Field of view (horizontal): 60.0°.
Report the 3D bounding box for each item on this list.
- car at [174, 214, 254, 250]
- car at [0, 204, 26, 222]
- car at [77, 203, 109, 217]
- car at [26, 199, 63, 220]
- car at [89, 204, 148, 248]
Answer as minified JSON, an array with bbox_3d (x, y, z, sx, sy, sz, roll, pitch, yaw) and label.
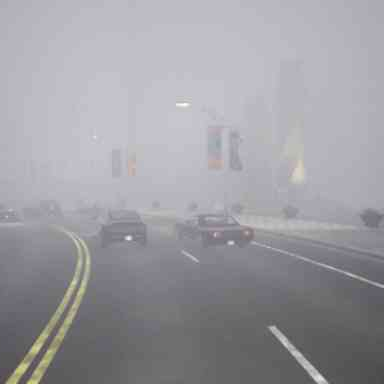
[{"bbox_3d":[0.691,1.577,14.337,1.895,1.301,4.718,0,0,-19],"label":"car"},{"bbox_3d":[-14.738,1.598,25.448,4.181,1.385,1.994,0,0,44],"label":"car"},{"bbox_3d":[-8.313,1.599,29.165,1.895,1.301,4.718,0,0,-42],"label":"car"},{"bbox_3d":[-13.132,1.374,28.969,4.553,1.767,2.097,0,0,44],"label":"car"},{"bbox_3d":[-3.303,1.499,14.868,1.837,1.490,4.892,0,0,-22],"label":"car"}]
